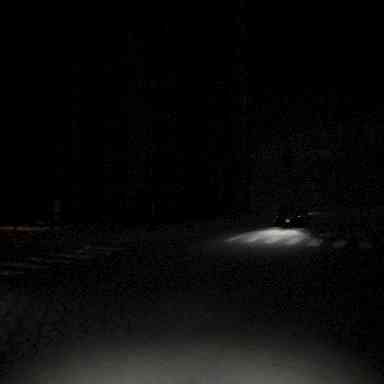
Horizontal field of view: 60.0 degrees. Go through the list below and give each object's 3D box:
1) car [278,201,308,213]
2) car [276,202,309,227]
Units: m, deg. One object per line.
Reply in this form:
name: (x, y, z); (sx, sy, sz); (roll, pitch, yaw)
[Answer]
car: (13.624, 2.002, 45.214); (2.033, 1.411, 5.357); (-1, -1, -5)
car: (7.632, 1.736, 25.031); (2.128, 1.511, 4.902); (-1, -1, 26)
